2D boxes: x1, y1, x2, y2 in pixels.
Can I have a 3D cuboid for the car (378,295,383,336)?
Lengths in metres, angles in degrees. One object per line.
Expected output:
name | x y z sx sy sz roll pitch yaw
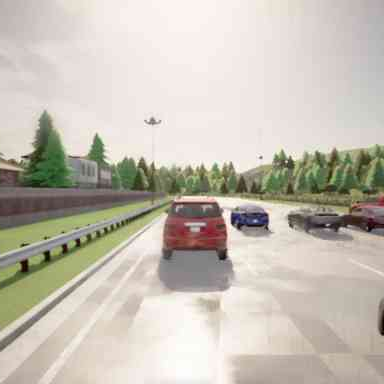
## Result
car | 3.600 1.510 2.861 1.837 1.490 4.892 0 0 0

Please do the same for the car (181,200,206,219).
car | 0.101 1.543 31.026 2.128 1.511 4.902 0 0 0

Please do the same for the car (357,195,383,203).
car | 14.103 1.264 25.260 2.150 2.045 5.566 0 0 0

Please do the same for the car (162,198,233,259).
car | 0.101 1.243 12.869 2.150 2.045 5.566 0 0 0

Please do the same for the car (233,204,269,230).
car | 3.602 1.513 21.408 1.882 1.535 5.008 0 0 0

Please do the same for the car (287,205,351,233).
car | 7.102 1.525 19.795 2.128 1.511 4.902 0 0 0

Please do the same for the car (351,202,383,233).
car | 10.588 1.559 19.873 1.812 1.442 4.674 0 0 0
